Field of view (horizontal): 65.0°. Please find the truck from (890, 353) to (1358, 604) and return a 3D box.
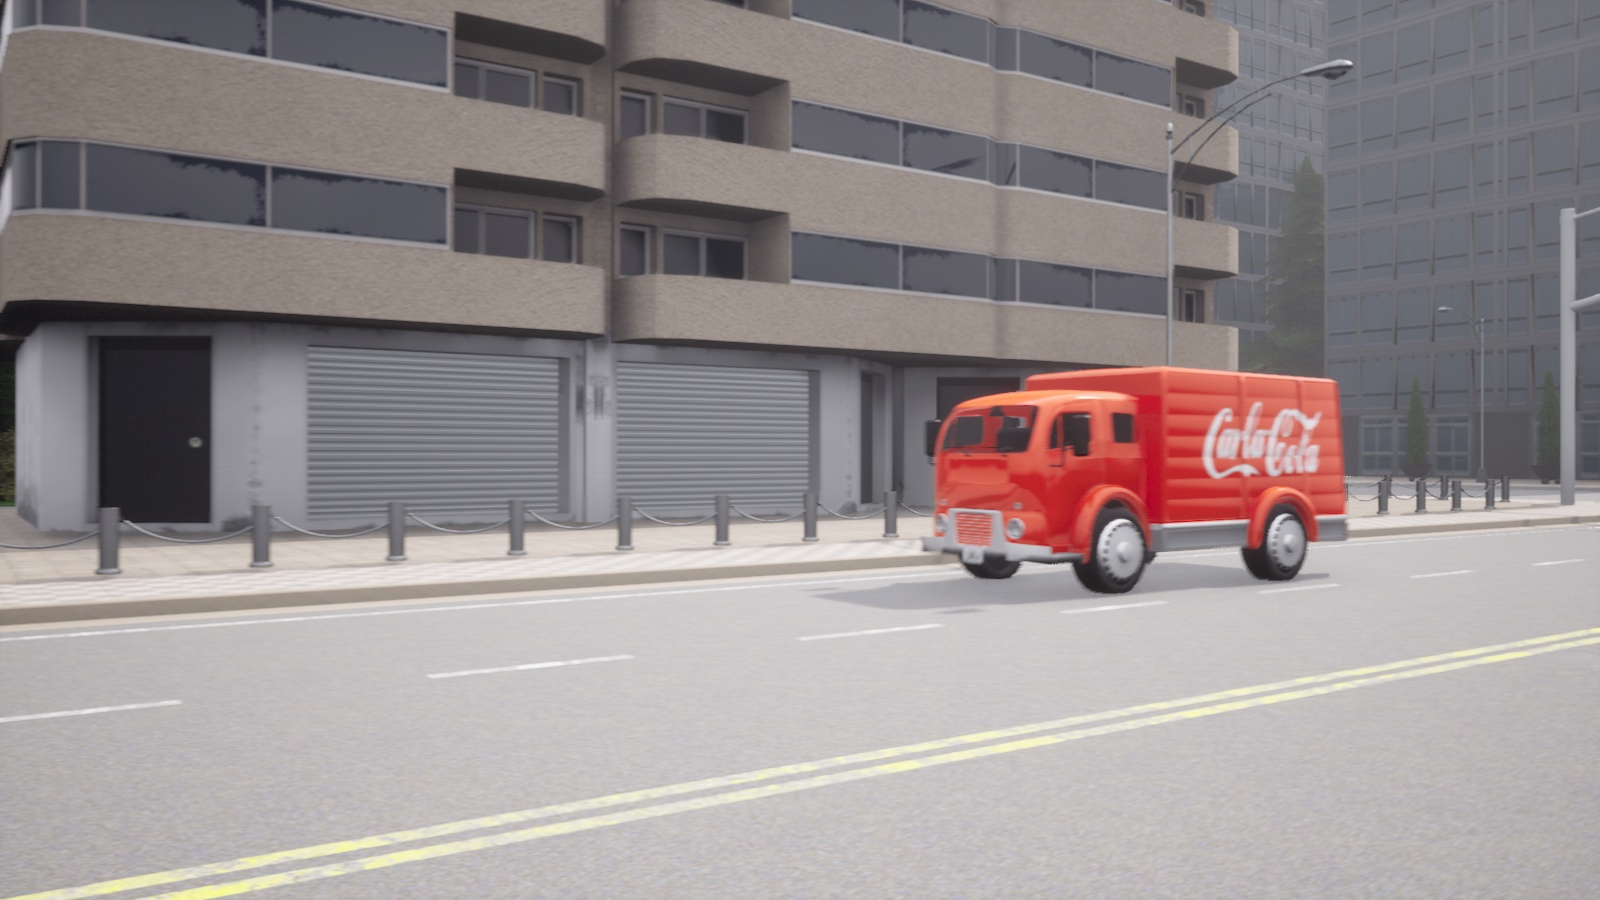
[{"bbox_3d":[3.926,0.286,14.922,5.204,2.467,2.627,0,0,-35],"label":"truck"}]
